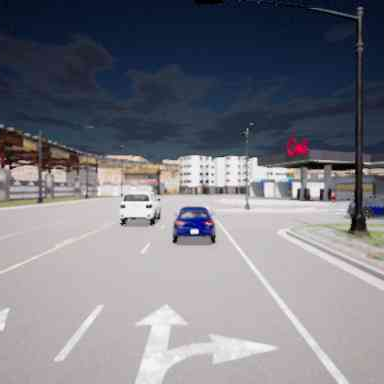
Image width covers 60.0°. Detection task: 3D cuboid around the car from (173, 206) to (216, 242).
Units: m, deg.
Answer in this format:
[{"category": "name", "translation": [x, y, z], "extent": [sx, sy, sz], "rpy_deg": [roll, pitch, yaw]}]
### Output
[{"category": "car", "translation": [0.092, 1.390, 15.498], "extent": [1.812, 1.442, 4.674], "rpy_deg": [0, 0, 0]}]

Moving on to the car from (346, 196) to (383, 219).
[{"category": "car", "translation": [14.375, 1.126, 25.325], "extent": [4.553, 1.767, 2.097], "rpy_deg": [0, 1, 1]}]

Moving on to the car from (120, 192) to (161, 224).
[{"category": "car", "translation": [-3.399, 1.020, 22.641], "extent": [2.150, 2.045, 5.566], "rpy_deg": [0, 1, 0]}]
